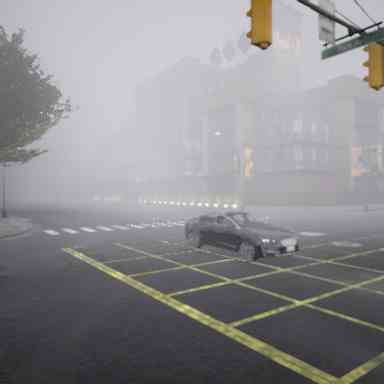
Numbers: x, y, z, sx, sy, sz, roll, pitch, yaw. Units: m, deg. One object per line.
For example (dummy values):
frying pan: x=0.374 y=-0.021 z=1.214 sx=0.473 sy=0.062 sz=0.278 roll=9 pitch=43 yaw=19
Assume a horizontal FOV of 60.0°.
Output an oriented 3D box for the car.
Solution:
car: x=1.603 y=1.473 z=12.207 sx=2.128 sy=1.511 sz=4.902 roll=0 pitch=0 yaw=-36
